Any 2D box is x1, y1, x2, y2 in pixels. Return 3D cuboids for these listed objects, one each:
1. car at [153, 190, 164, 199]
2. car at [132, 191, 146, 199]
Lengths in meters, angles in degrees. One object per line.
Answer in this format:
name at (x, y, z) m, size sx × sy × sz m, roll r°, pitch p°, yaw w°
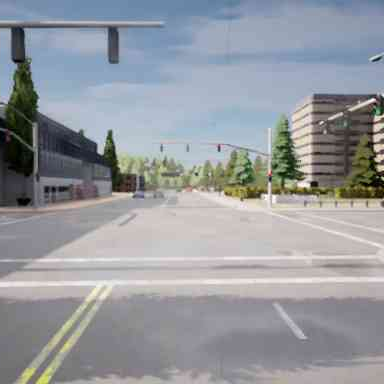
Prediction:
car at (-5.967, 0.478, 59.718) m, size 2.128 × 1.511 × 4.902 m, roll 0°, pitch 1°, yaw -2°
car at (-9.451, 0.520, 59.330) m, size 1.812 × 1.442 × 4.674 m, roll 0°, pitch 1°, yaw -2°
